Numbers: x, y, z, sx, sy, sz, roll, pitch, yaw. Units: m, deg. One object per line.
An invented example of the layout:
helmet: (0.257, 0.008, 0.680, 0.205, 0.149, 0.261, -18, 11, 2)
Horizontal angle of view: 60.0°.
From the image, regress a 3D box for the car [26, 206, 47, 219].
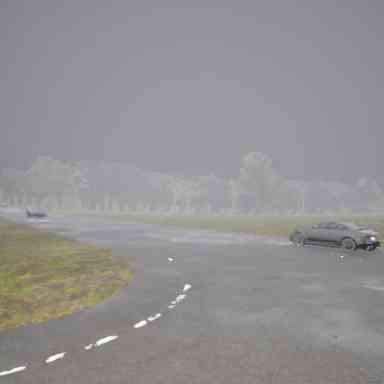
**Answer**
car: (-20.801, 2.819, 44.526, 1.882, 1.535, 5.008, 4, -4, -34)

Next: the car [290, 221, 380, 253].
car: (7.028, 2.140, 16.679, 1.994, 1.385, 4.181, 4, -4, -35)
